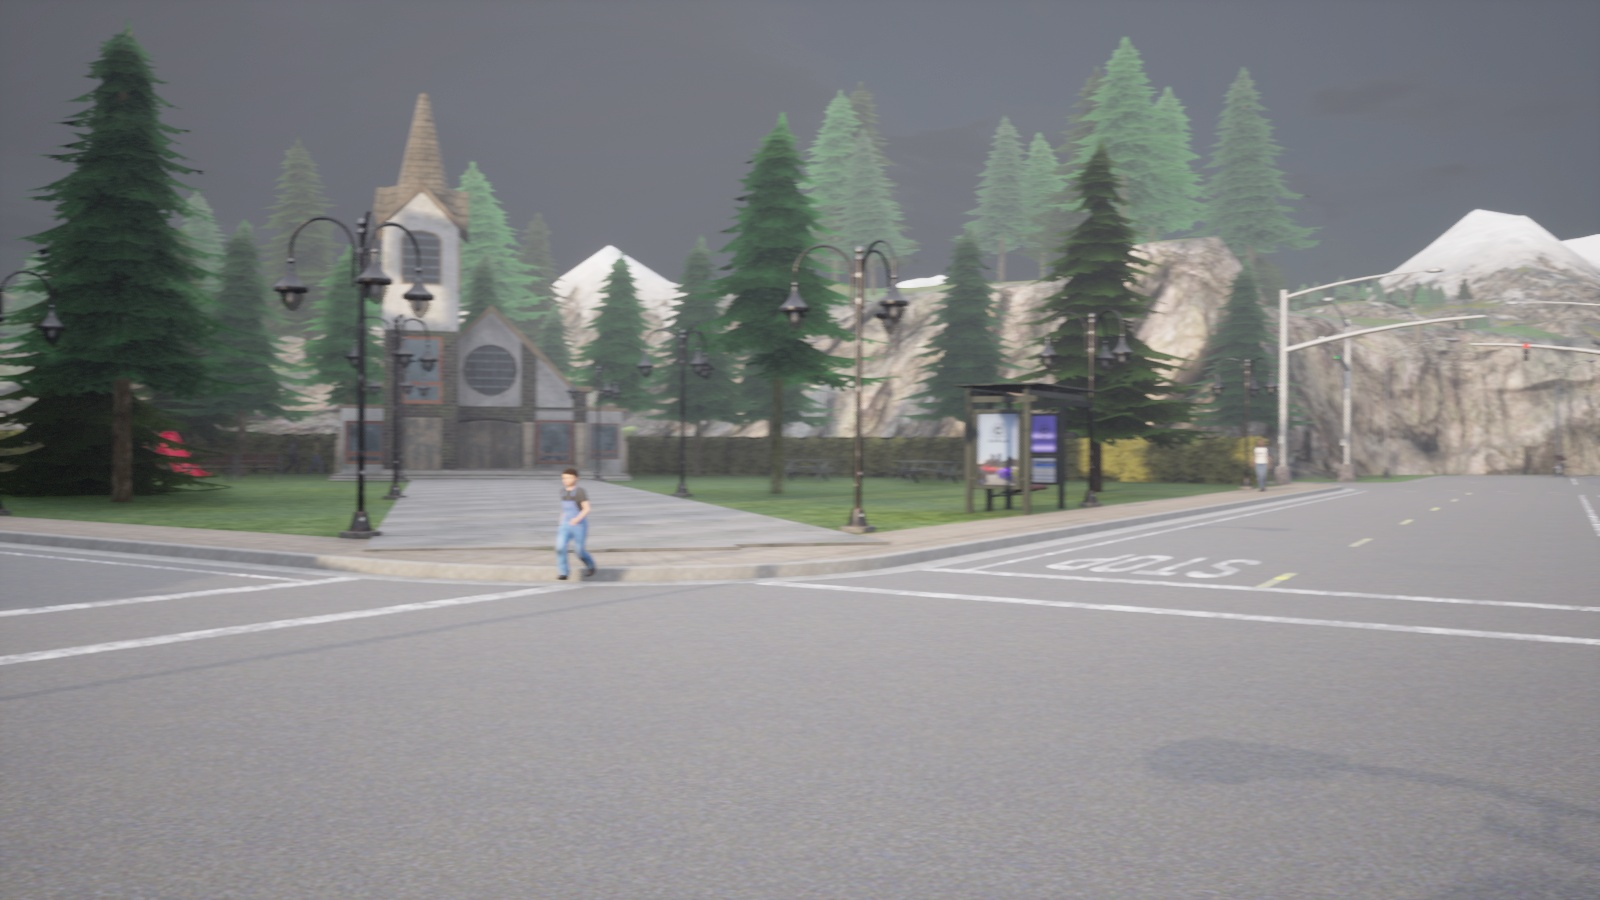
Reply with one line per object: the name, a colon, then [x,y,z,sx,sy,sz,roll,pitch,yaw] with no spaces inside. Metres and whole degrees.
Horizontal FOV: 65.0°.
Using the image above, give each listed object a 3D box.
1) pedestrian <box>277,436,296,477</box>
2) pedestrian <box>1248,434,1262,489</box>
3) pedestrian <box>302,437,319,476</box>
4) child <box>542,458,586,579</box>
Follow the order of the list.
pedestrian: [-24.390,0.321,59.665,0.788,1.949,0.423,0,0,-15]
pedestrian: [15.282,0.391,42.162,0.354,1.836,0.706,0,0,29]
pedestrian: [-23.239,0.323,59.667,0.706,1.836,0.354,0,0,-11]
child: [-2.528,0.722,13.476,0.270,1.263,0.437,0,0,21]
